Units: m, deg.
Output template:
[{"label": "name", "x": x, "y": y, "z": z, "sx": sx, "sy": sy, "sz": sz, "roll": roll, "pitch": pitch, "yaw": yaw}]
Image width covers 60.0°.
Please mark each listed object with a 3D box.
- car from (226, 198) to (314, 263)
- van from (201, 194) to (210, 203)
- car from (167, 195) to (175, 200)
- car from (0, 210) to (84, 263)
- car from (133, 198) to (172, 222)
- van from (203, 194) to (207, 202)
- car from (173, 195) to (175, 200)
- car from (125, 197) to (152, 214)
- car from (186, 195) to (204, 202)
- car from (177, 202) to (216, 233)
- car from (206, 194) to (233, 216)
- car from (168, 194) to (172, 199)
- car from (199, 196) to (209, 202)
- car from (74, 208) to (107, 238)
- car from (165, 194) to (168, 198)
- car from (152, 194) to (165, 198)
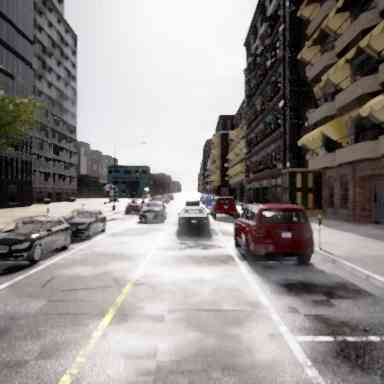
[{"label": "car", "x": 2.699, "y": 1.316, "z": 11.886, "sx": 2.192, "sy": 1.841, "sz": 5.009, "roll": 1, "pitch": 0, "yaw": 0}, {"label": "van", "x": 2.680, "y": 1.292, "z": 68.348, "sx": 1.690, "sy": 1.788, "sz": 3.998, "roll": 1, "pitch": 0, "yaw": 0}, {"label": "car", "x": -5.678, "y": 1.452, "z": 90.896, "sx": 1.887, "sy": 1.381, "sz": 4.507, "roll": 1, "pitch": 0, "yaw": 0}, {"label": "car", "x": -5.685, "y": 1.551, "z": 11.854, "sx": 2.008, "sy": 1.369, "sz": 4.403, "roll": 1, "pitch": 0, "yaw": 0}, {"label": "car", "x": -3.009, "y": 1.516, "z": 26.404, "sx": 2.128, "sy": 1.511, "sz": 4.902, "roll": 0, "pitch": 0, "yaw": 0}, {"label": "van", "x": 2.687, "y": 1.322, "z": 45.763, "sx": 1.690, "sy": 1.788, "sz": 3.998, "roll": 1, "pitch": 0, "yaw": 0}, {"label": "car", "x": -5.675, "y": 1.359, "z": 85.250, "sx": 1.967, "sy": 1.590, "sz": 4.097, "roll": 1, "pitch": 0, "yaw": 0}, {"label": "car", "x": -5.694, "y": 1.429, "z": 34.438, "sx": 1.967, "sy": 1.590, "sz": 4.097, "roll": 1, "pitch": 0, "yaw": 0}, {"label": "car", "x": 0.085, "y": 1.475, "z": 42.690, "sx": 2.128, "sy": 1.511, "sz": 4.902, "roll": 0, "pitch": 0, "yaw": 0}, {"label": "car", "x": 0.093, "y": 1.545, "z": 19.523, "sx": 2.033, "sy": 1.411, "sz": 5.357, "roll": 0, "pitch": 0, "yaw": 0}, {"label": "car", "x": 2.693, "y": 1.308, "z": 28.824, "sx": 2.192, "sy": 1.841, "sz": 5.009, "roll": 1, "pitch": 0, "yaw": 0}, {"label": "car", "x": -5.670, "y": 1.495, "z": 68.313, "sx": 1.887, "sy": 1.381, "sz": 4.507, "roll": 1, "pitch": 0, "yaw": 0}, {"label": "car", "x": 2.675, "y": 1.507, "z": 73.995, "sx": 1.947, "sy": 1.339, "sz": 4.313, "roll": 1, "pitch": 0, "yaw": 0}, {"label": "car", "x": -5.687, "y": 1.549, "z": 17.501, "sx": 2.008, "sy": 1.369, "sz": 4.403, "roll": 1, "pitch": 0, "yaw": 0}, {"label": "car", "x": -5.665, "y": 1.407, "z": 57.022, "sx": 1.967, "sy": 1.590, "sz": 4.097, "roll": 1, "pitch": 0, "yaw": 0}, {"label": "car", "x": -5.669, "y": 1.414, "z": 51.375, "sx": 1.967, "sy": 1.590, "sz": 4.097, "roll": 1, "pitch": 0, "yaw": 0}]
